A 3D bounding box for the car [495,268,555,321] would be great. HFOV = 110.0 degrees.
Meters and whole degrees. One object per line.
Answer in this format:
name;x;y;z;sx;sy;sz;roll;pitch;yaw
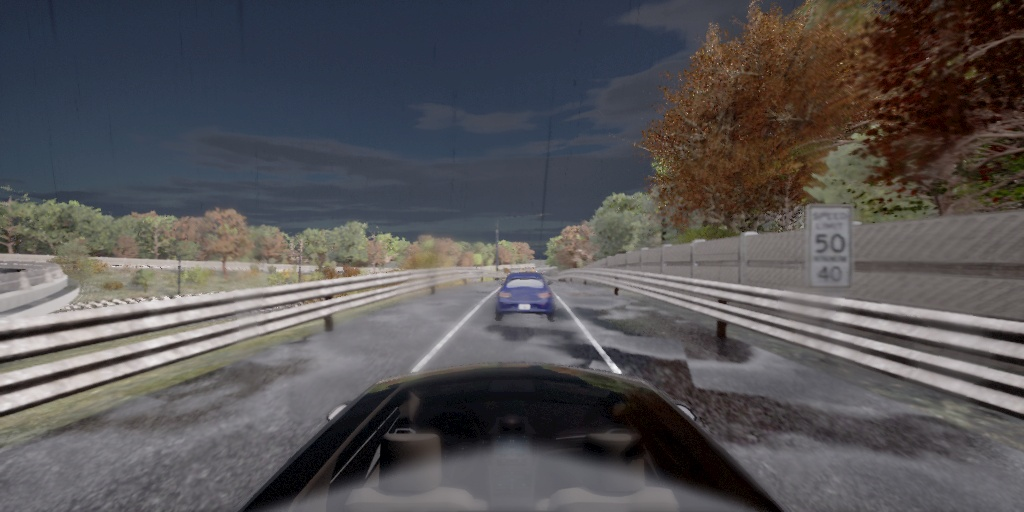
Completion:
car;0.459;1.288;12.466;1.812;1.442;4.674;0;0;2
